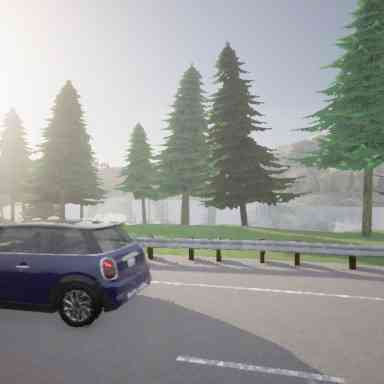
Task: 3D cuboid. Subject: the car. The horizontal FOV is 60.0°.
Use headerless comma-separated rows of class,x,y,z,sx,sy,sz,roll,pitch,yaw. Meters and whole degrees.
car,-3.212,1.355,6.814,4.553,1.767,2.097,0,0,13
